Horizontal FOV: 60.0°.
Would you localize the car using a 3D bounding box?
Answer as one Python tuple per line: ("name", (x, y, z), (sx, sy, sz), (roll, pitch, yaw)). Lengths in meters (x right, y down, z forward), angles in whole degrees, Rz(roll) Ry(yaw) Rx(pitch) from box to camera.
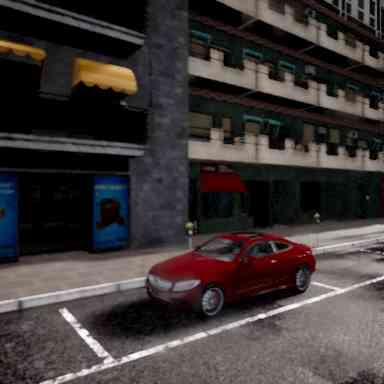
("car", (1.034, 1.570, 7.295), (4.206, 1.307, 1.802), (0, 0, -35))
